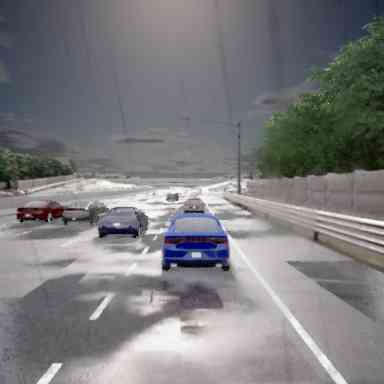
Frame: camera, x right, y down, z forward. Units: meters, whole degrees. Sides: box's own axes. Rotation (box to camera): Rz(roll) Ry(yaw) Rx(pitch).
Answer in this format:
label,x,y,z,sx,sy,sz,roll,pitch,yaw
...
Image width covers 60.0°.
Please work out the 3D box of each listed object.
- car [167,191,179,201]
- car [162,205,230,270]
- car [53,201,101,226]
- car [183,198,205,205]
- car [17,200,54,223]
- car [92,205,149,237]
label,x,y,z,sx,sy,sz,roll,pitch,yaw
car,-3.167,0.652,55.681,2.128,1.511,4.902,0,1,1
car,0.118,1.432,10.930,1.882,1.535,5.008,0,0,0
car,-6.843,1.321,21.781,2.128,1.511,4.902,0,1,0
car,0.197,1.245,29.261,2.033,1.411,5.357,0,1,0
car,-10.334,1.281,23.423,1.882,1.535,5.008,0,1,0
car,-3.463,1.457,17.339,1.994,1.385,4.181,0,1,0
